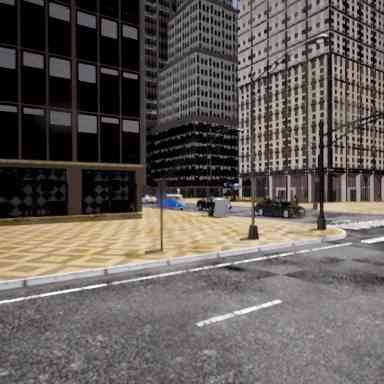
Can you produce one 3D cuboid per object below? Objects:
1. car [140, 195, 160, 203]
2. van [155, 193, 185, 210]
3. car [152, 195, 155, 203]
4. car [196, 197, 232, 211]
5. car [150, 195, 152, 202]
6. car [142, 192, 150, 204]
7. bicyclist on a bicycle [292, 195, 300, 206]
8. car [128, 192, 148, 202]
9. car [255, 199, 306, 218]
[{"bbox_3d":[-7.855,1.234,62.567,1.887,1.381,4.507,0,0,-34],"label":"car"},{"bbox_3d":[-2.401,1.207,39.514,1.690,1.788,3.998,0,0,-34],"label":"van"},{"bbox_3d":[-3.242,1.345,45.395,1.812,1.442,4.674,-1,1,-34],"label":"car"},{"bbox_3d":[2.406,1.358,37.015,2.128,1.511,4.902,-1,1,-34],"label":"car"},{"bbox_3d":[-4.755,1.031,57.975,2.192,1.841,5.009,0,0,-34],"label":"car"},{"bbox_3d":[-7.775,1.256,57.815,1.812,1.442,4.674,-1,1,-34],"label":"car"},{"bbox_3d":[11.987,1.113,38.431,1.656,1.620,0.582,-1,1,-34],"label":"bicyclist on a bicycle"},{"bbox_3d":[-10.956,0.977,67.157,2.192,1.841,5.009,0,0,-34],"label":"car"},{"bbox_3d":[7.679,1.416,29.205,1.837,1.490,4.892,-1,1,-34],"label":"car"}]
